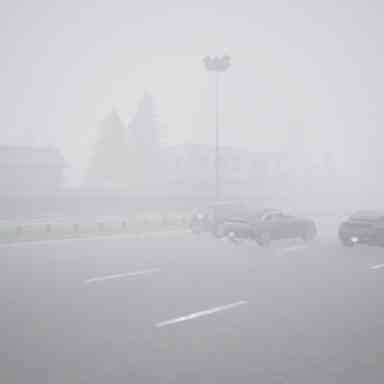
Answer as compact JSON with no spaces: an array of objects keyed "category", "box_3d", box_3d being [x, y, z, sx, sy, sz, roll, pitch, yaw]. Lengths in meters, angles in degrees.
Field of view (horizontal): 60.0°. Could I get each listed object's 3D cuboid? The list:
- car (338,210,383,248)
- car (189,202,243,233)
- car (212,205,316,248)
[{"category":"car","box_3d":[8.000,1.502,13.759,4.892,1.490,1.837,0,0,-36]},{"category":"car","box_3d":[2.133,1.349,18.169,4.553,1.767,2.097,0,0,-36]},{"category":"car","box_3d":[3.573,1.489,14.898,4.902,1.511,2.128,0,0,-36]}]
